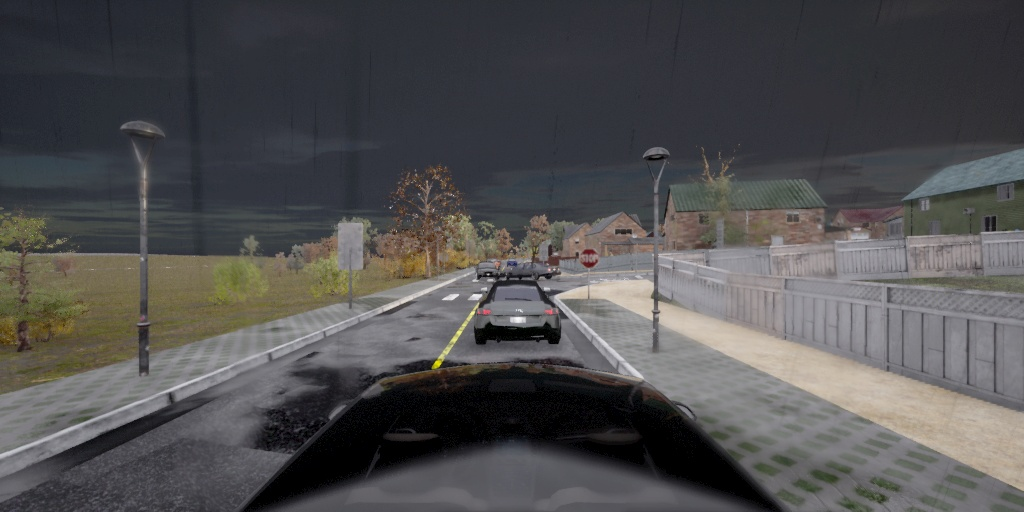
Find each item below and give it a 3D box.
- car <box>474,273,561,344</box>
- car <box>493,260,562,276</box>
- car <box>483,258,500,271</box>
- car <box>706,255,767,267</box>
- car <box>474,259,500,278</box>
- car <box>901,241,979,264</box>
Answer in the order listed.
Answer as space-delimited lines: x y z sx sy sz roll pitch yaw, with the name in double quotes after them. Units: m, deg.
0.102 1.313 9.545 1.994 1.385 4.181 0 0 -1 "car"
1.337 1.198 28.559 5.357 1.411 2.033 -4 -3 43 "car"
-2.847 1.121 51.288 2.097 1.767 4.553 0 0 1 "car"
14.387 0.413 22.935 4.181 1.385 1.994 -3 0 16 "car"
-2.251 1.258 31.470 1.837 1.490 4.892 0 0 -8 "car"
23.888 -0.208 20.514 4.902 1.511 2.128 -3 0 14 "car"
